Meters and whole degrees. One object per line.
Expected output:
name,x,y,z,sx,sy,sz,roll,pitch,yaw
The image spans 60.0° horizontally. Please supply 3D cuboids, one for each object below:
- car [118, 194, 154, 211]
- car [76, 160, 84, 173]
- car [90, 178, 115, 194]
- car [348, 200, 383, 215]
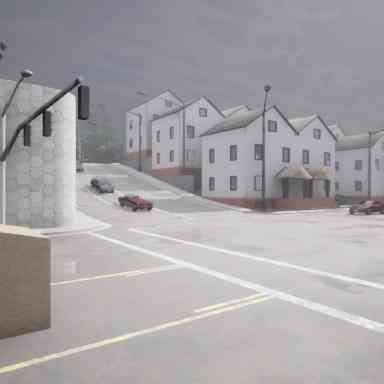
car,-5.605,0.976,32.960,1.895,1.301,4.718,0,7,-35
car,-18.096,-4.018,51.198,2.097,1.767,4.553,1,13,-34
car,-11.034,-0.847,40.845,1.837,1.490,4.892,0,14,-35
car,17.877,1.538,33.751,4.674,1.442,1.812,0,0,-35
